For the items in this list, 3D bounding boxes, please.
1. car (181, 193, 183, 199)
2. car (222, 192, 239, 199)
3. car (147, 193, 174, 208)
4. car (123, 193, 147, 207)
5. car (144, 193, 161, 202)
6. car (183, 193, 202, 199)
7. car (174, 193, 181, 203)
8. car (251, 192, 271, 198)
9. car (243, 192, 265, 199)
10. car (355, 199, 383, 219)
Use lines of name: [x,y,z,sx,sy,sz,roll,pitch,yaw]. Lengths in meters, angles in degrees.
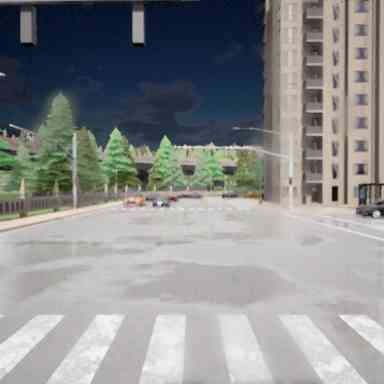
car: [-1.988,0.820,72.062,1.895,1.301,4.718,0,1,30]
car: [8.580,0.723,74.446,4.674,1.442,1.812,-1,1,-42]
car: [-3.574,1.069,39.181,2.128,1.511,4.902,0,1,0]
car: [-7.063,0.912,40.817,2.097,1.767,4.553,0,1,0]
car: [-6.616,0.898,56.541,1.837,1.490,4.892,0,0,5]
car: [0.444,0.808,69.204,1.994,1.385,4.181,0,1,25]
car: [-3.314,1.016,54.239,1.895,1.301,4.718,0,1,3]
car: [16.680,0.688,80.301,4.181,1.385,1.994,0,1,-24]
car: [13.592,0.679,74.253,5.008,1.535,1.882,0,1,-37]
car: [15.376,1.278,25.940,4.892,1.490,1.837,0,1,0]
